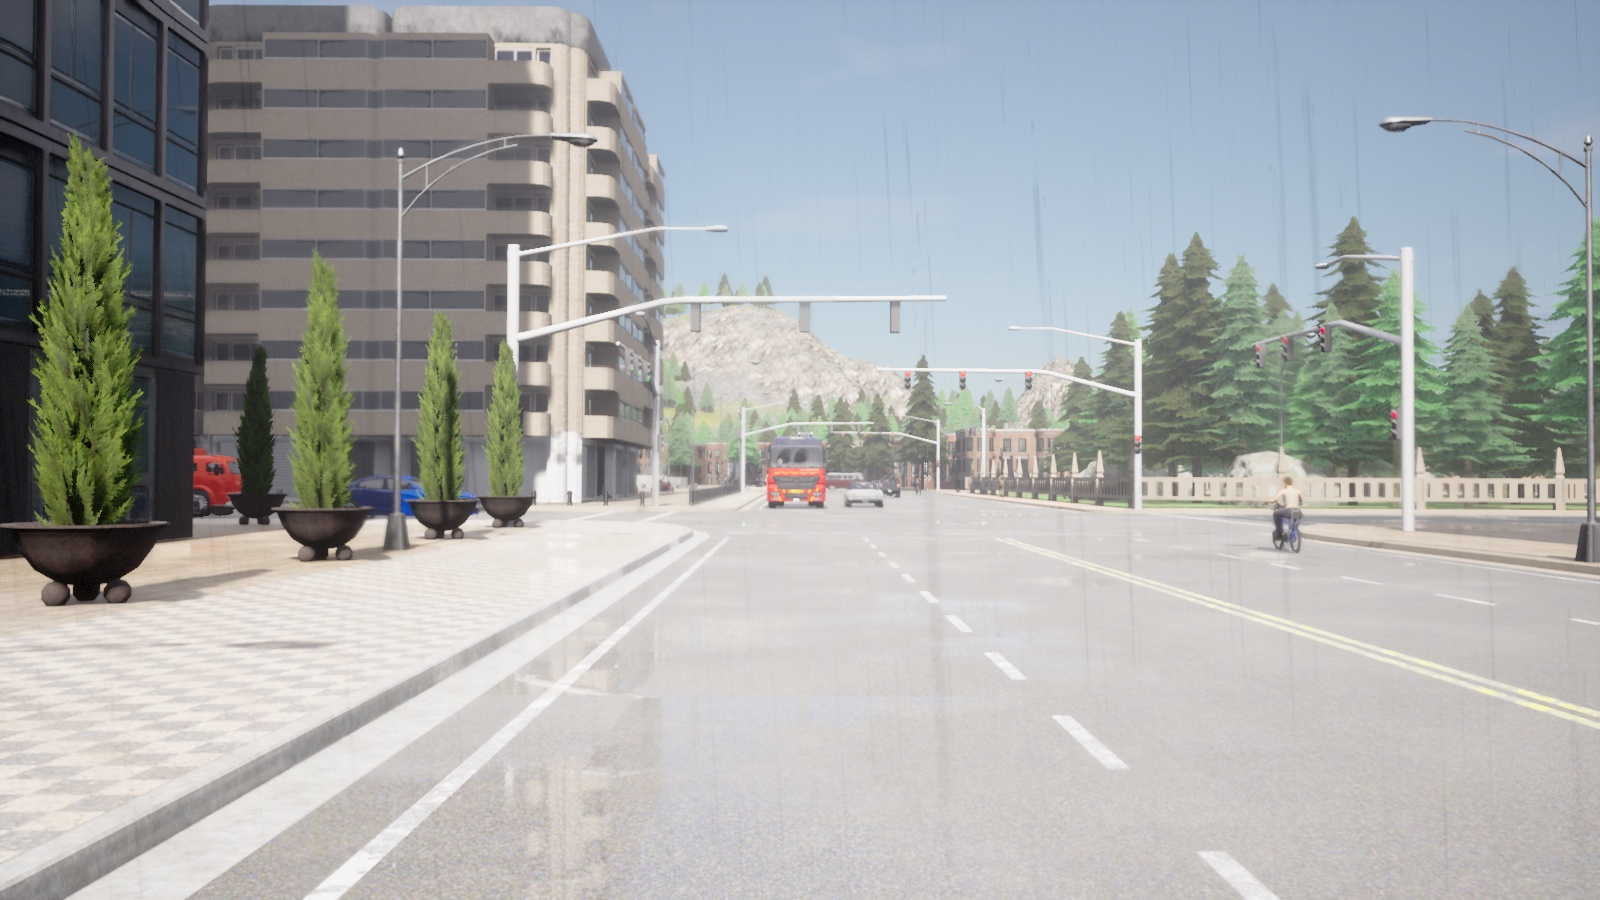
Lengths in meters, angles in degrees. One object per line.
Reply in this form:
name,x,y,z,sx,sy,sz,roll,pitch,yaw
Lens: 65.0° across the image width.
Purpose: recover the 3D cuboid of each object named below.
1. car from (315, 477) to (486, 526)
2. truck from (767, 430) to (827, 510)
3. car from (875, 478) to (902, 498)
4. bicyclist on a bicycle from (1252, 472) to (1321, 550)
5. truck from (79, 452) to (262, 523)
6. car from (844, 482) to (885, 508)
car,-13.076,1.679,41.311,5.008,1.535,1.882,0,-1,0
truck,-0.170,1.042,64.908,2.891,3.827,8.468,0,-1,0
car,6.755,2.859,96.038,1.845,1.501,3.633,0,-1,0
bicyclist on a bicycle,10.426,1.292,26.957,0.866,1.612,1.509,0,-1,0
truck,-22.384,1.328,44.847,5.204,2.467,2.627,0,-1,0
car,3.333,2.311,65.658,1.895,1.301,4.718,0,-1,0
